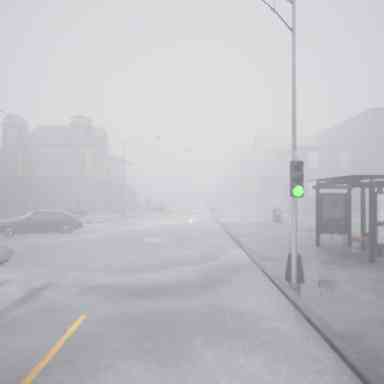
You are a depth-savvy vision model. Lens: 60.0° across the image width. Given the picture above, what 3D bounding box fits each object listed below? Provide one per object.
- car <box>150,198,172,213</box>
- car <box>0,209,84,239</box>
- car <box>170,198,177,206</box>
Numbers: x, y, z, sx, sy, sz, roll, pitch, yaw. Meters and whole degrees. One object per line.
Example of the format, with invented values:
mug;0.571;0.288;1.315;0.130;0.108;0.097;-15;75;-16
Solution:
car;-4.046;1.865;41.275;2.033;1.411;5.357;0;0;0
car;-8.440;1.696;18.428;4.674;1.442;1.812;0;2;-30
car;-4.068;2.009;67.478;1.812;1.442;4.674;0;0;0
